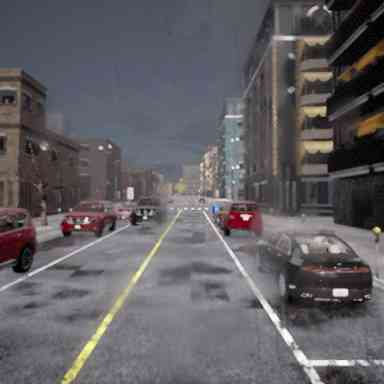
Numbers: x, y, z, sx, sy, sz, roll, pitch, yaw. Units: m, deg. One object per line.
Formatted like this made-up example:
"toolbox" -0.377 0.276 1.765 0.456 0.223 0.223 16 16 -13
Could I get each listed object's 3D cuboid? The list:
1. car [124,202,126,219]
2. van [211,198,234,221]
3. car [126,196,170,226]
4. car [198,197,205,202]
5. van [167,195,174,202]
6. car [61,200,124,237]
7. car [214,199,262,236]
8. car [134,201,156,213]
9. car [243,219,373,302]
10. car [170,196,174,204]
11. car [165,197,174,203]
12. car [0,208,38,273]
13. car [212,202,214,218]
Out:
"car" -5.689 1.615 29.852 1.967 1.590 4.097 1 0 0
"van" 2.692 1.516 29.850 1.690 1.788 3.998 1 0 0
"car" -3.112 1.367 24.859 2.150 2.045 5.566 0 0 0
"car" 2.657 1.962 90.056 1.967 1.590 4.097 1 0 0
"van" -5.720 1.862 89.991 1.690 1.788 3.998 1 0 0
"car" -5.681 1.427 19.039 2.192 1.841 5.009 1 0 0
"car" 2.698 1.428 19.036 2.192 1.841 5.009 1 0 0
"car" -5.698 1.789 40.666 2.008 1.369 4.403 1 0 0
"car" 2.700 1.600 8.220 2.008 1.369 4.403 1 0 0
"car" -5.795 2.000 78.621 1.887 1.381 4.507 1 0 0
"car" -5.722 2.033 84.302 1.887 1.381 4.507 1 0 0
"car" -5.675 1.364 8.224 2.192 1.841 5.009 1 0 0
"car" 2.693 1.584 24.442 1.967 1.590 4.097 1 0 0
